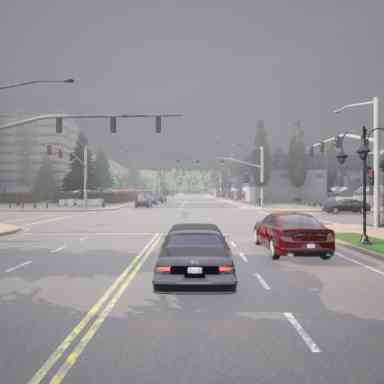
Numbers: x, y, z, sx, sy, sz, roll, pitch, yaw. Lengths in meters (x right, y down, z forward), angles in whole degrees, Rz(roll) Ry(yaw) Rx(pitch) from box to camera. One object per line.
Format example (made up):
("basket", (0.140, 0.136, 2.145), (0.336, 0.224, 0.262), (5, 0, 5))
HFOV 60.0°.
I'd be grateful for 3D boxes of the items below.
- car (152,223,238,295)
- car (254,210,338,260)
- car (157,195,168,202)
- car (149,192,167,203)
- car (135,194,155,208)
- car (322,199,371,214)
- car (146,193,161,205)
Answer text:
("car", (0.078, 1.547, 8.892), (2.033, 1.411, 5.357), (0, 0, 1))
("car", (3.605, 1.478, 12.513), (1.882, 1.535, 5.008), (0, 0, 0))
("car", (-6.842, 1.540, 78.186), (2.033, 1.411, 5.357), (0, 0, 0))
("car", (-6.875, 1.221, 67.571), (2.150, 2.045, 5.566), (0, 0, 0))
("car", (-6.981, 1.477, 48.096), (1.882, 1.535, 5.008), (0, 0, 0))
("car", (16.256, 1.505, 35.146), (4.892, 1.490, 1.837), (0, 0, -1))
("car", (-6.947, 1.477, 57.672), (1.882, 1.535, 5.008), (0, 0, 0))
